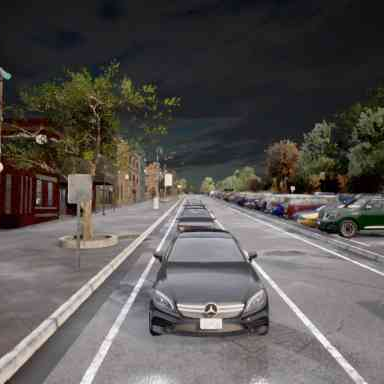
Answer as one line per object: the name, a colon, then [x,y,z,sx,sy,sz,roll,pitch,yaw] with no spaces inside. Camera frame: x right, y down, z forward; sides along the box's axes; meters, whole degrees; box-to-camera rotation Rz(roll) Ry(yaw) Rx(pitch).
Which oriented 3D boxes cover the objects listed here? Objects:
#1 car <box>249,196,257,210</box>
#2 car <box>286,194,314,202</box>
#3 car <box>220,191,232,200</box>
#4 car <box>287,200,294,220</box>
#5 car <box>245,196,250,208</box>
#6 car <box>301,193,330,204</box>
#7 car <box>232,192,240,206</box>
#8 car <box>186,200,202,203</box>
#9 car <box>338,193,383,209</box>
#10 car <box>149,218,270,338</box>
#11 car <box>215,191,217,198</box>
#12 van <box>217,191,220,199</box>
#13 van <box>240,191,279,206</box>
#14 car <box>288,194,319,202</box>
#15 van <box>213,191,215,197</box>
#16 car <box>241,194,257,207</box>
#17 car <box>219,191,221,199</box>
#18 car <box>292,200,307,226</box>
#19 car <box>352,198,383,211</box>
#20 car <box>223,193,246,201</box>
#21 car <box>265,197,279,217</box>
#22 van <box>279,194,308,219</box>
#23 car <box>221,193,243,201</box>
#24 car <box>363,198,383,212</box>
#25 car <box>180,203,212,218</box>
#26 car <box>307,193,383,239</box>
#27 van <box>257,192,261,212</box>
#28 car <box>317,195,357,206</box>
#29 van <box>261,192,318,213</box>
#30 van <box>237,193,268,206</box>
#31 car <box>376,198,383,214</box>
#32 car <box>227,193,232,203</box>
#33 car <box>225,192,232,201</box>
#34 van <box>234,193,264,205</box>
car: [9.177,1.470,36.664,4.792,1.488,2.163,0,0,0]
car: [22.017,1.188,67.967,4.892,1.521,2.231,0,1,0]
car: [8.926,0.963,64.700,5.566,2.045,2.435,0,1,0]
car: [9.247,1.506,22.645,4.674,1.452,2.002,0,0,0]
car: [9.126,1.466,39.471,4.674,1.452,2.002,0,0,0]
car: [22.100,1.136,59.640,4.553,1.767,2.185,0,1,0]
car: [9.042,1.113,47.880,5.566,2.045,2.435,0,1,0]
car: [0.225,1.442,29.861,2.128,1.511,4.902,0,0,0]
car: [22.156,1.153,42.983,5.566,2.045,2.435,0,0,0]
car: [0.254,1.524,6.834,1.812,1.442,4.674,0,0,0]
car: [8.833,1.065,81.521,5.008,1.535,2.097,0,1,0]
van: [8.741,0.864,78.715,4.442,1.987,1.878,0,1,0]
van: [9.206,1.163,45.081,4.442,1.987,1.878,0,0,0]
car: [21.846,1.209,65.189,5.366,1.575,1.946,0,0,0]
van: [8.663,0.764,89.927,4.442,1.987,1.878,0,1,0]
car: [9.115,1.409,42.274,4.892,1.521,2.231,0,0,0]
car: [8.906,0.938,67.503,5.566,2.045,2.435,0,1,0]
car: [9.079,1.466,19.841,5.366,1.575,1.946,0,0,0]
car: [22.232,1.452,40.210,4.792,1.488,2.163,0,0,0]
car: [8.884,1.039,70.307,4.553,1.767,2.185,0,1,0]
car: [9.201,1.460,28.252,5.008,1.535,2.097,0,0,0]
van: [9.342,1.237,25.449,4.442,1.987,1.878,0,0,0]
car: [8.865,1.014,73.110,4.553,1.767,2.185,0,1,0]
car: [22.193,1.469,37.427,4.792,1.488,2.163,0,0,0]
car: [0.196,1.532,17.413,2.033,1.411,5.357,0,0,0]
car: [9.255,1.221,17.038,5.566,2.045,2.435,0,0,0]
van: [9.284,1.222,33.861,4.442,1.987,1.878,0,0,0]
car: [22.313,1.332,51.314,5.366,1.575,1.946,0,1,0]
van: [9.070,1.230,31.058,4.442,1.987,1.878,0,0,0]
van: [9.168,1.114,50.685,4.442,1.987,1.878,0,1,0]
car: [22.426,1.444,34.656,5.366,1.575,1.946,0,0,0]
car: [9.006,1.291,56.293,4.892,1.521,2.231,0,1,0]
car: [8.971,1.280,61.899,4.674,1.452,2.002,0,1,0]
van: [9.148,1.089,53.488,4.442,1.987,1.878,0,1,0]
